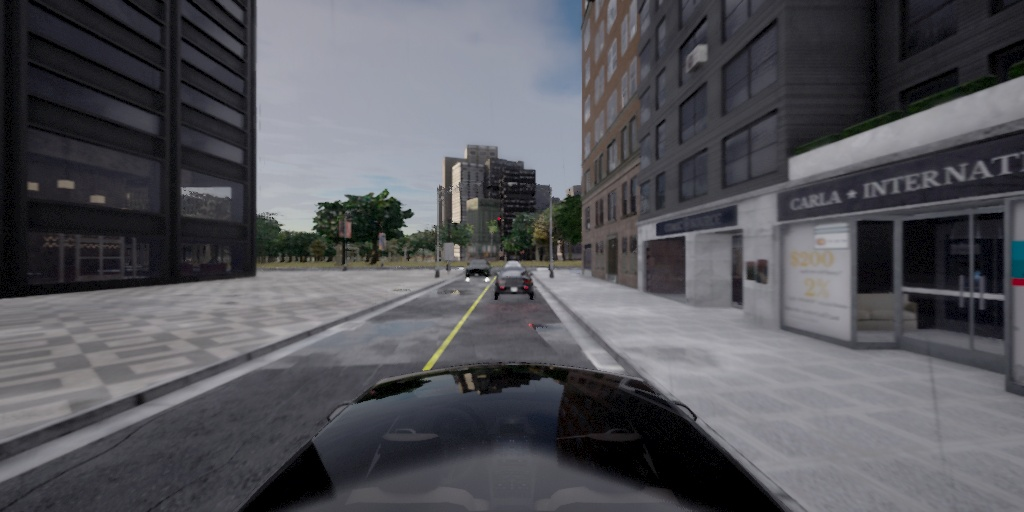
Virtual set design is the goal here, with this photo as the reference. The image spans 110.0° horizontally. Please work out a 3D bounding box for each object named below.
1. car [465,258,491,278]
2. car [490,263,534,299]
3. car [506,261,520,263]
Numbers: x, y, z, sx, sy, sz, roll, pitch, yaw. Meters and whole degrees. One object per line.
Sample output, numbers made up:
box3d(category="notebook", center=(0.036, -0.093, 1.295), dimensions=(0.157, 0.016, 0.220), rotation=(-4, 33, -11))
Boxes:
box3d(category="car", center=(-3.043, 1.032, 33.311), dimensions=(2.097, 1.767, 4.553), rotation=(0, 0, 1))
box3d(category="car", center=(0.098, 1.243, 17.585), dimensions=(1.812, 1.442, 4.674), rotation=(0, 0, 0))
box3d(category="car", center=(0.096, 1.208, 33.254), dimensions=(1.812, 1.442, 4.674), rotation=(0, 0, 0))
